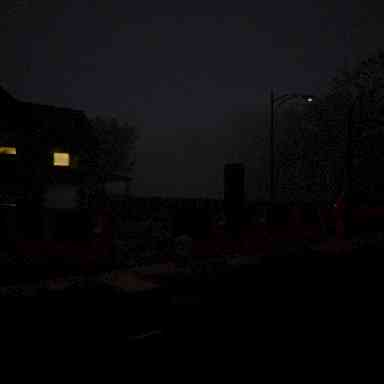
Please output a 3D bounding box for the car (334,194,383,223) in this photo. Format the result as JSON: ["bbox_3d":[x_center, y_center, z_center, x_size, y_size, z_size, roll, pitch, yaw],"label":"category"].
[{"bbox_3d":[12.430,1.183,22.400,2.150,2.045,5.566,0,0,-36],"label":"car"}]
